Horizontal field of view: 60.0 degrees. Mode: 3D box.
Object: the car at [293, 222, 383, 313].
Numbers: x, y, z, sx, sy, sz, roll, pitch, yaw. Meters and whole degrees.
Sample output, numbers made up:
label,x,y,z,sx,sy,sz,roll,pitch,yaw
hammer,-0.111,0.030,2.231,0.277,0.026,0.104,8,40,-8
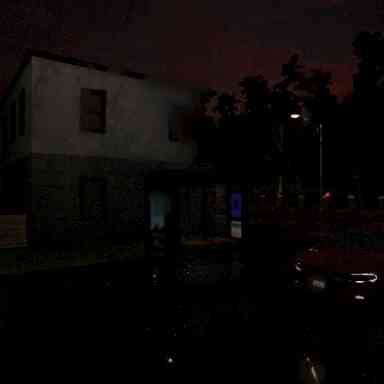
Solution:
label,x,y,z,sx,sy,sz,roll,pitch,yaw
car,4.438,1.473,7.783,5.008,1.535,1.882,0,0,-36
